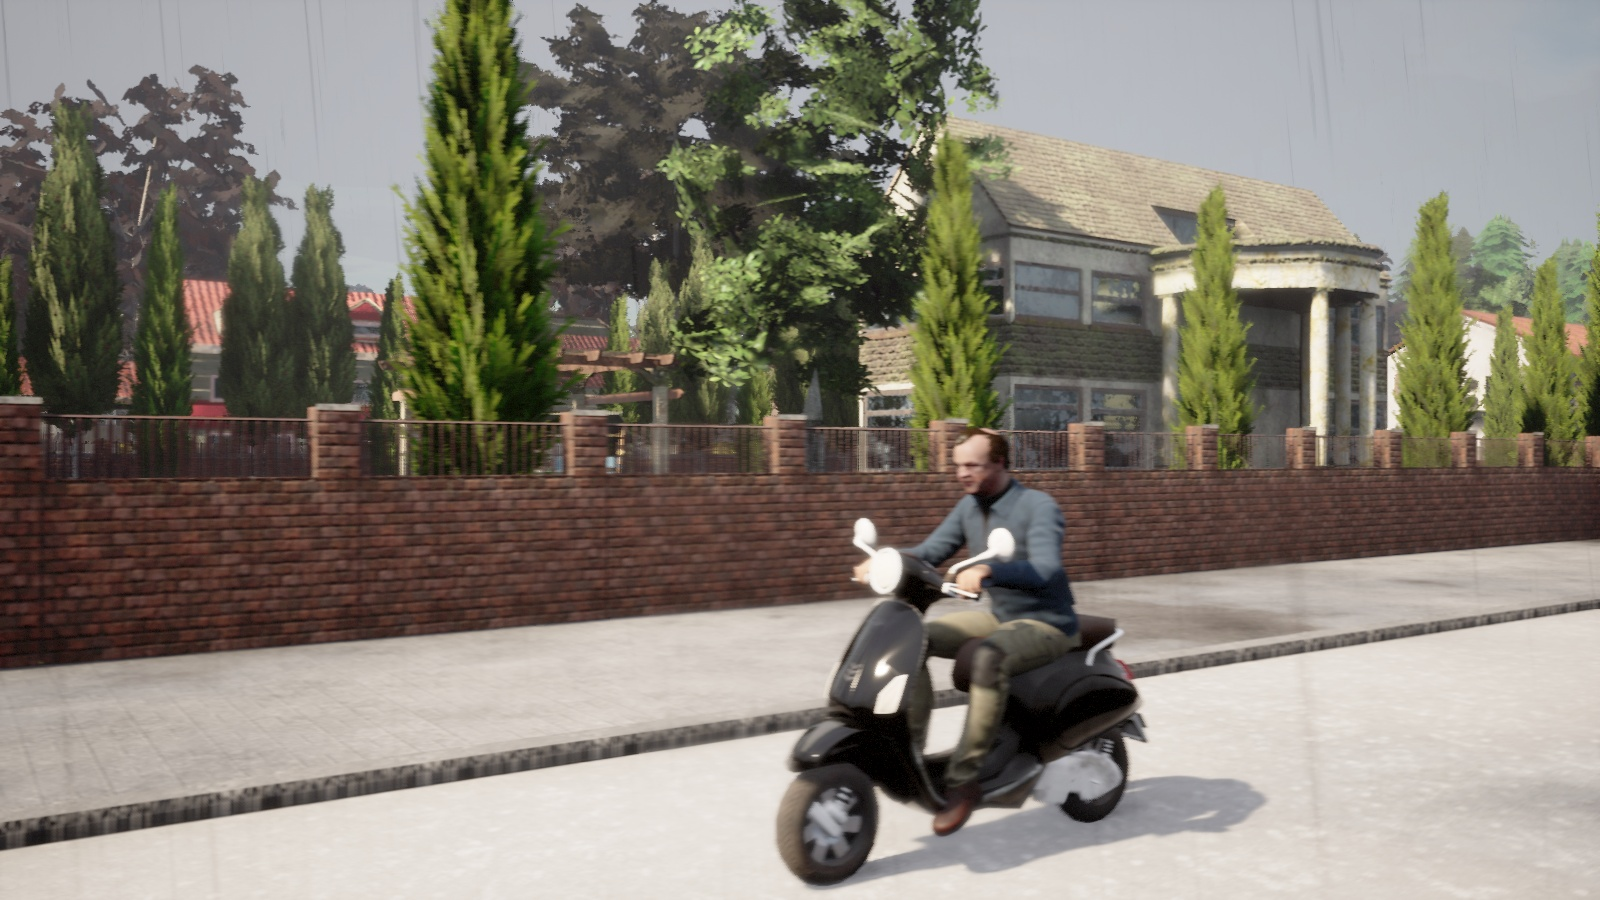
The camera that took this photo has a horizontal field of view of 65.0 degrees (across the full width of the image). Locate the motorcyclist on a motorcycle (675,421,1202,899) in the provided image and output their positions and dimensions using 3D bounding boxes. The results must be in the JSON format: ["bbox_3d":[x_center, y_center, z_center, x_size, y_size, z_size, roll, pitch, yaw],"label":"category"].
[{"bbox_3d":[0.547,0.708,4.649,1.817,1.590,0.866,0,0,-35],"label":"motorcyclist on a motorcycle"}]
